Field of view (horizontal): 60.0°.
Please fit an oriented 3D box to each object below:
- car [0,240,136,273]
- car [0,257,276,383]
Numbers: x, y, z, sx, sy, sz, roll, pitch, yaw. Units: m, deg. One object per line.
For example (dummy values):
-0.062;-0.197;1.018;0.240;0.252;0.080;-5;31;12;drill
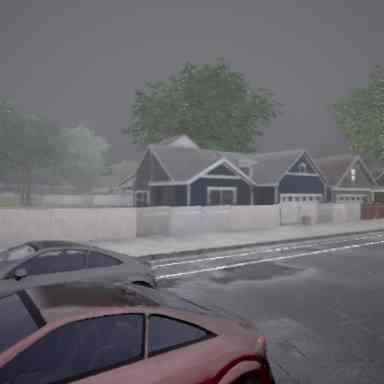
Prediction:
-2.658;1.576;5.780;4.181;1.385;1.994;1;0;-35;car
-1.246;1.569;2.794;4.181;1.385;1.994;1;0;-35;car
